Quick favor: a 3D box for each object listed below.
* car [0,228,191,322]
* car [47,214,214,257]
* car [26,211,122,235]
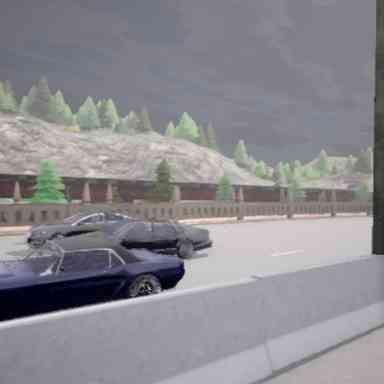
[{"bbox_3d":[-2.544,1.621,6.476,4.718,1.301,1.895,1,-1,-35],"label":"car"},{"bbox_3d":[-1.774,1.610,11.323,5.357,1.411,2.033,1,0,-35],"label":"car"},{"bbox_3d":[-4.202,1.549,13.885,4.902,1.511,2.128,1,-1,-35],"label":"car"}]
